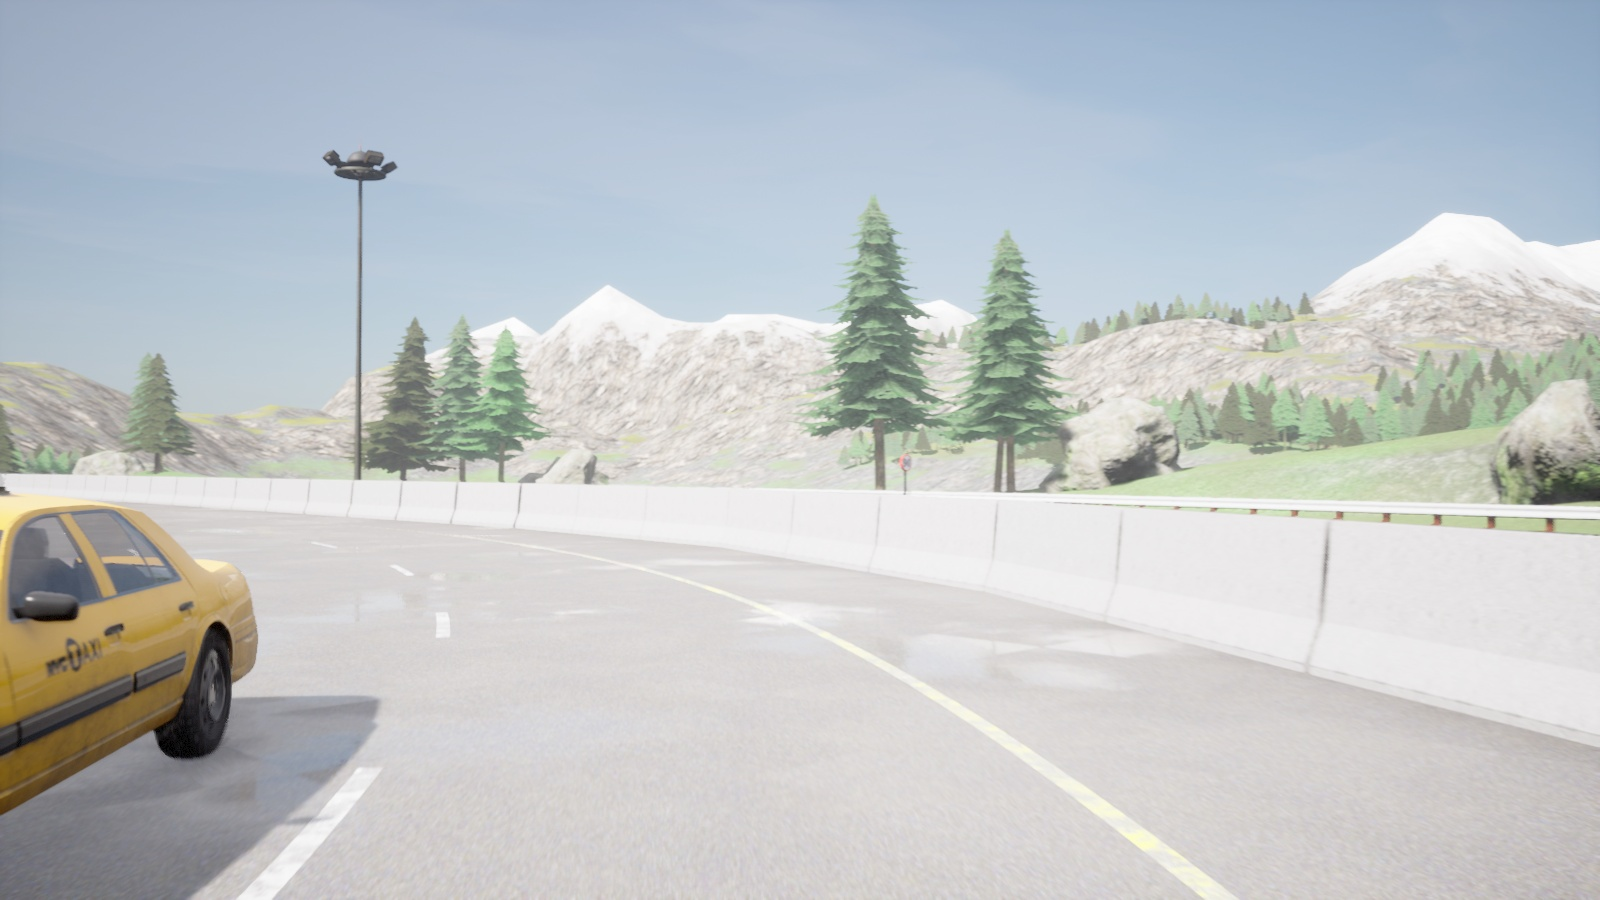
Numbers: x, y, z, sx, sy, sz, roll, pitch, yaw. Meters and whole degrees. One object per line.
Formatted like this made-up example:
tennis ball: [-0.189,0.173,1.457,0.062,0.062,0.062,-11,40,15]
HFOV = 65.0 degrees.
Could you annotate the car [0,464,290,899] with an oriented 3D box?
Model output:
car: [-3.866,0.862,5.523,1.801,1.575,5.366,0,-1,-9]
